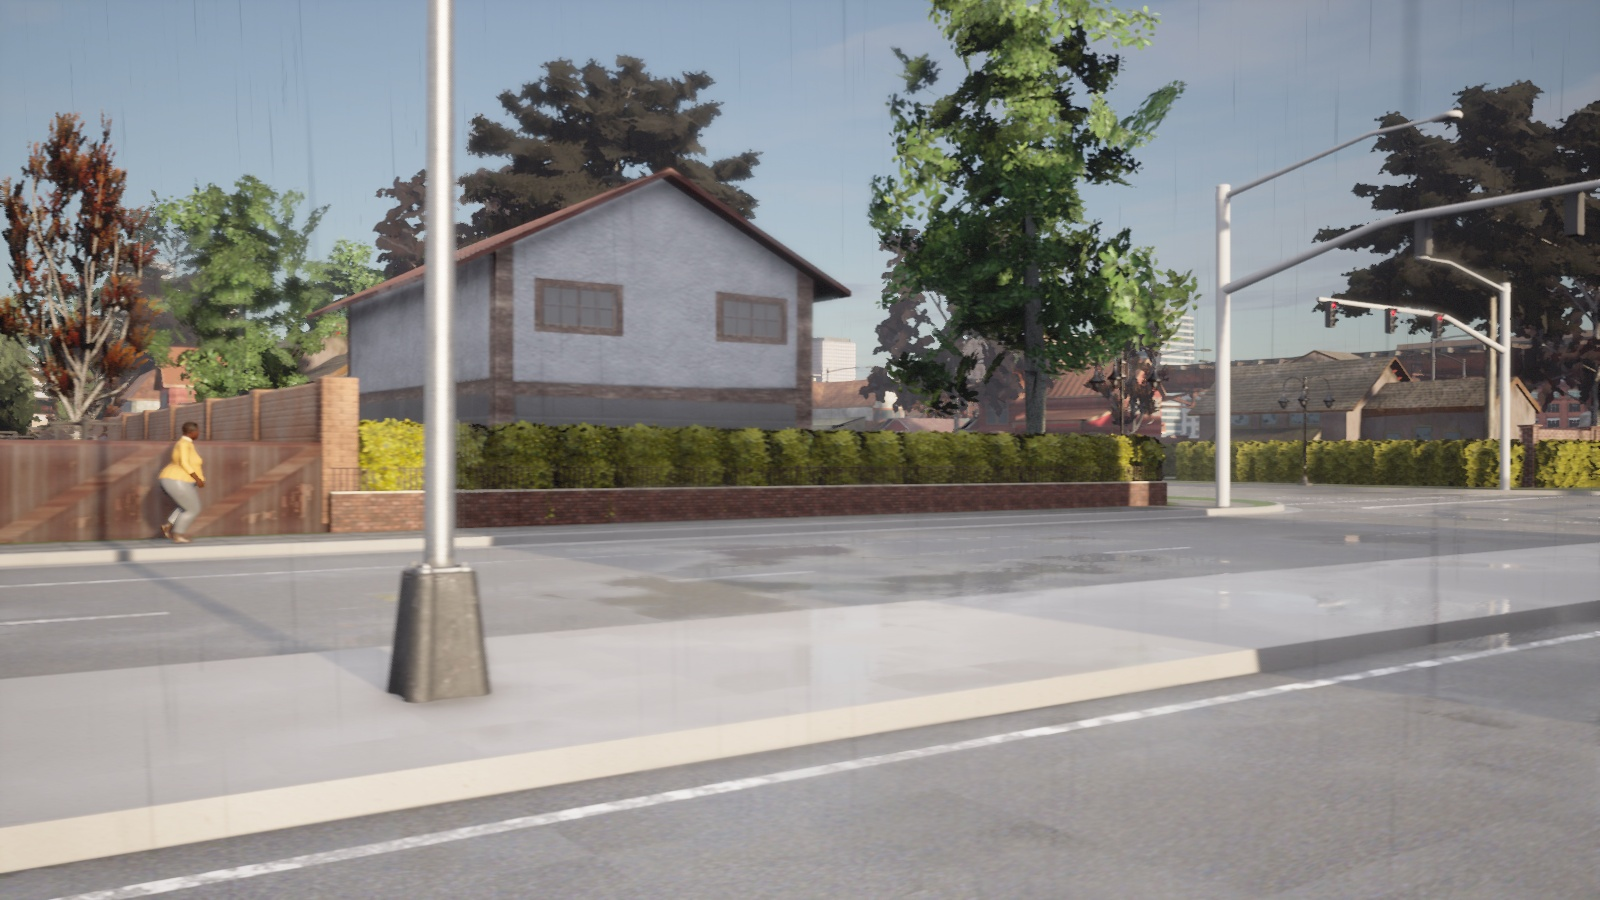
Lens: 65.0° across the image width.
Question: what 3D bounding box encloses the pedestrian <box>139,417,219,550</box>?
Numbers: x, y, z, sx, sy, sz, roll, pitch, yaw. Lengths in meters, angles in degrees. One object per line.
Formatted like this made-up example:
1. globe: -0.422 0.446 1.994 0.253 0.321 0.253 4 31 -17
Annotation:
1. pedestrian: -8.956 0.463 18.113 0.900 1.855 0.874 0 0 -36
